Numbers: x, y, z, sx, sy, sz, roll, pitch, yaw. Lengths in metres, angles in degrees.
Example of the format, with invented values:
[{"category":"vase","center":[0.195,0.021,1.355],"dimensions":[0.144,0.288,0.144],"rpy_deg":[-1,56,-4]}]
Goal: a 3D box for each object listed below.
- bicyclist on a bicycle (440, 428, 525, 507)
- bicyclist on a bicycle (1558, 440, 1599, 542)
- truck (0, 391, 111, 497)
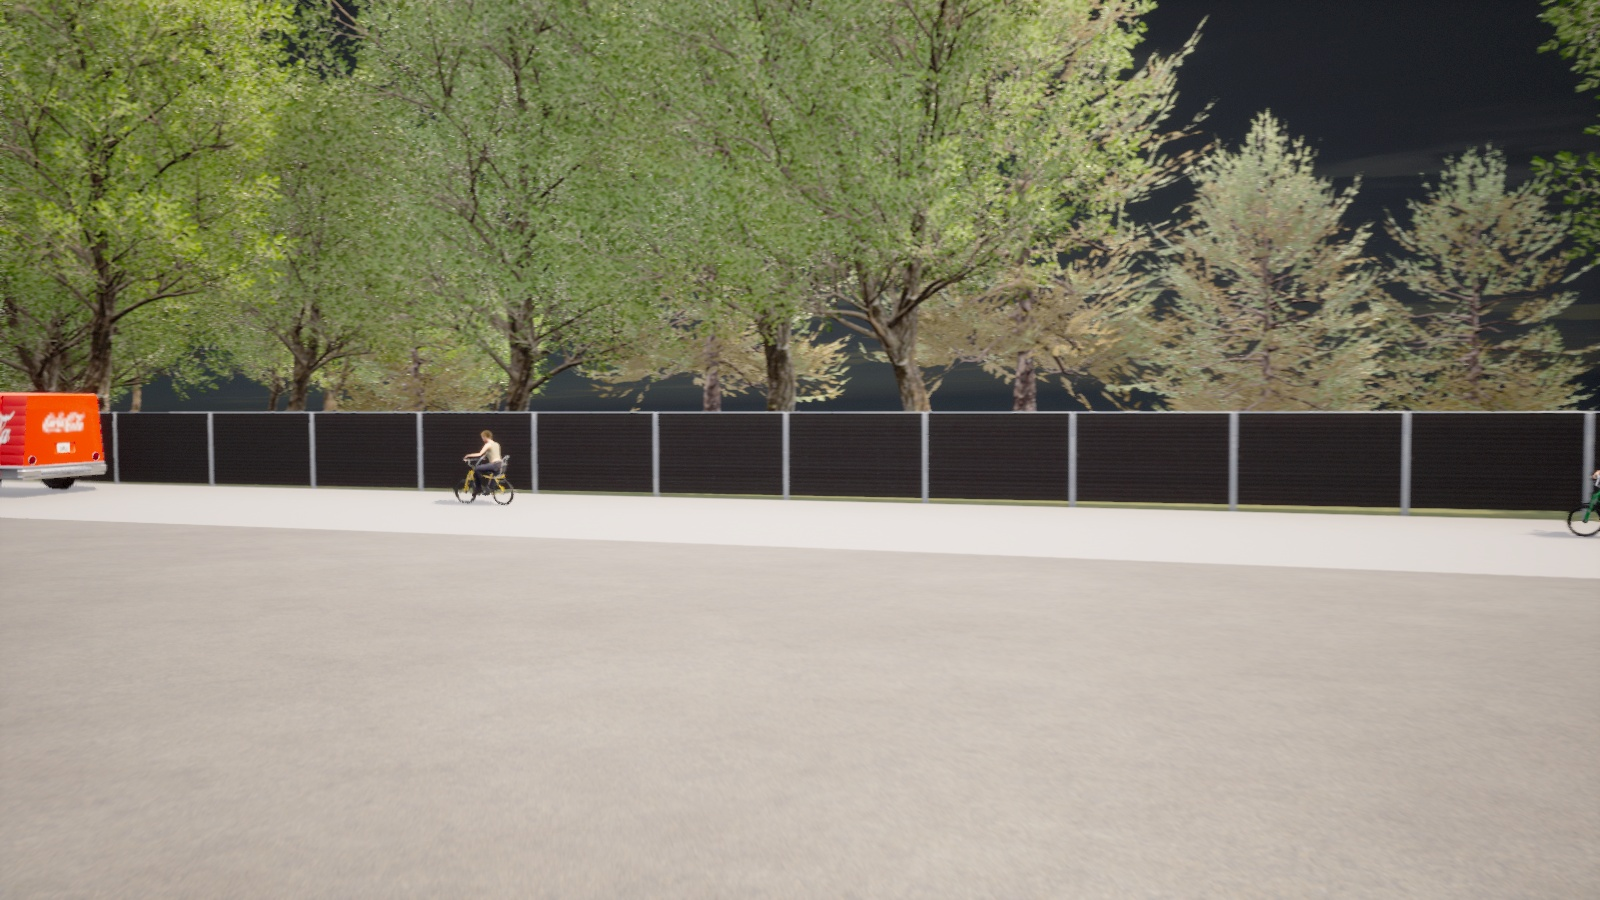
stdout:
[{"category":"bicyclist on a bicycle","center":[-6.803,0.361,26.930],"dimensions":[1.509,1.612,0.866],"rpy_deg":[1,3,21]},{"category":"bicyclist on a bicycle","center":[13.369,0.662,20.470],"dimensions":[1.509,1.612,0.866],"rpy_deg":[1,3,14]},{"category":"truck","center":[-20.219,-0.229,31.019],"dimensions":[5.204,2.467,2.627],"rpy_deg":[1,3,16]}]
